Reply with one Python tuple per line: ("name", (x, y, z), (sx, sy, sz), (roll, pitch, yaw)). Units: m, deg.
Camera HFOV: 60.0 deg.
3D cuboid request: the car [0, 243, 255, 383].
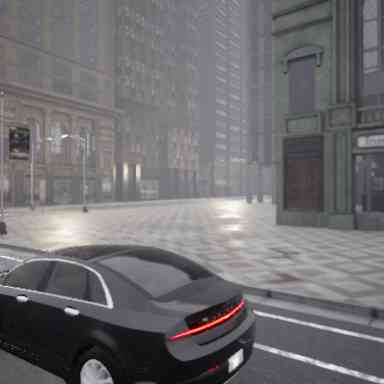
("car", (-1.533, 1.521, 4.772), (4.892, 1.490, 1.837), (-2, -1, 36))
